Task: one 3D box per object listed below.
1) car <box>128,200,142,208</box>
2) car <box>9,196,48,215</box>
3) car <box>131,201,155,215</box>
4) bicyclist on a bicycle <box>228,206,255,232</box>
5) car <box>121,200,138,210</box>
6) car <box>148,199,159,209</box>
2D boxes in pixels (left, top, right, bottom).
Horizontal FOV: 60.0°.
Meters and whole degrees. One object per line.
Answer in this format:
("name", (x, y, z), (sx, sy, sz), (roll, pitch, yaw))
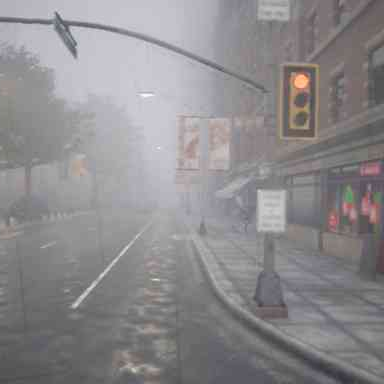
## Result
("car", (-10.794, 2.234, 62.955), (2.033, 1.411, 5.357), (1, -1, -3))
("car", (-17.350, 1.400, 35.640), (2.150, 2.045, 5.566), (1, -1, -3))
("car", (-5.935, 2.066, 40.586), (1.895, 1.301, 4.718), (1, -1, -3))
("bicyclist on a bicycle", (3.016, 1.649, 20.141), (1.656, 1.620, 0.582), (1, -1, -3))
("car", (-10.156, 2.039, 53.170), (1.882, 1.535, 5.008), (1, -1, -3))
("car", (-6.933, 2.048, 58.398), (2.097, 1.767, 4.553), (1, -1, -4))
